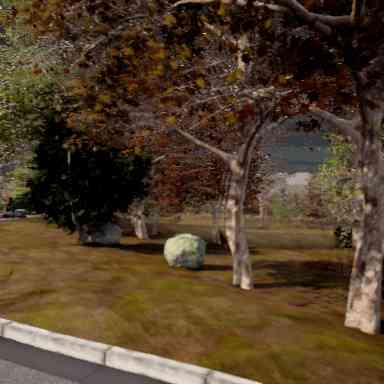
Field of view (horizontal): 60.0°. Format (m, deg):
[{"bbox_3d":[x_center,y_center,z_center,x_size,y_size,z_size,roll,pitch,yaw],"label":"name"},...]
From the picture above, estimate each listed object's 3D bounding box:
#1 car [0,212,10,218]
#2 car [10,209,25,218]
[{"bbox_3d":[-31.957,4.090,57.515,1.895,1.301,4.718,0,-4,-16],"label":"car"},{"bbox_3d":[-26.918,3.508,52.805,1.837,1.490,4.892,0,-5,-16],"label":"car"}]
